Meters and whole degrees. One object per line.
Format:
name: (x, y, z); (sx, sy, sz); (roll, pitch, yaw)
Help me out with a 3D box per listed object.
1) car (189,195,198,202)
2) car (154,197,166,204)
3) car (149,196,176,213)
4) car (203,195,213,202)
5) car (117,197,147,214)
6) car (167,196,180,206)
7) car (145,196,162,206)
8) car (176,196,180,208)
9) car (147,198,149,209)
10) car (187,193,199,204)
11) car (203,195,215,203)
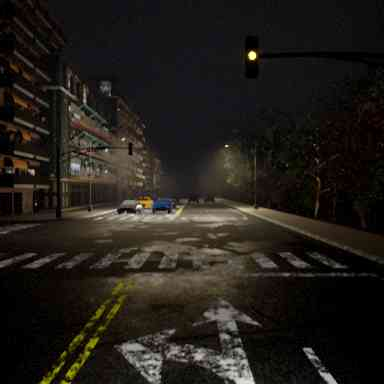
car: (0.327, 1.451, 76.529); (2.128, 1.511, 4.902); (0, 0, 0)
car: (-6.224, 1.593, 65.052); (1.895, 1.301, 4.718); (0, 0, 0)
car: (-3.186, 1.467, 36.374); (1.882, 1.535, 5.008); (0, 0, 1)
car: (3.576, 1.466, 76.514); (2.033, 1.411, 5.357); (0, 0, 0)
car: (-6.444, 1.537, 34.936); (2.033, 1.411, 5.357); (0, 0, 0)
car: (-3.014, 1.495, 55.916); (1.837, 1.490, 4.892); (0, 0, 0)
car: (-6.270, 1.482, 54.729); (2.128, 1.511, 4.902); (0, 0, 0)
car: (-3.099, 1.481, 45.855); (2.128, 1.511, 4.902); (0, 0, 1)
car: (-6.362, 1.467, 44.588); (1.882, 1.535, 5.008); (0, 0, 1)
car: (0.281, 1.214, 66.140); (2.150, 2.045, 5.566); (0, 0, 0)
car: (3.531, 1.497, 66.095); (1.837, 1.490, 4.892); (0, 0, 0)
